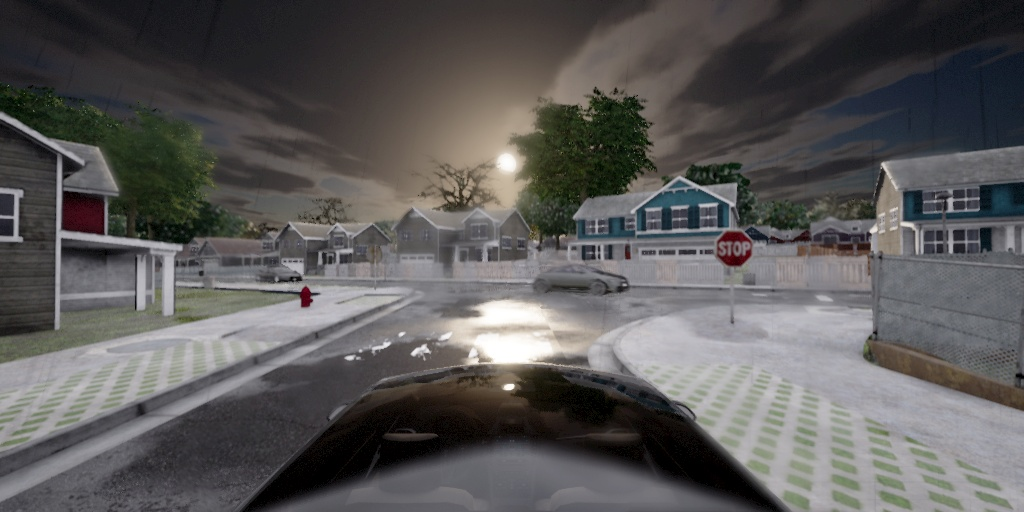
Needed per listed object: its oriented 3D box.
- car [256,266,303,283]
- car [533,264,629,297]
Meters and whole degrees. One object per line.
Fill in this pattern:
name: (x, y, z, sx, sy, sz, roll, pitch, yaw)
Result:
car: (-19.857, 1.649, 30.546, 4.892, 1.490, 1.837, 0, 0, 31)
car: (3.026, 1.056, 16.064, 4.181, 1.385, 1.994, -1, -1, 34)
